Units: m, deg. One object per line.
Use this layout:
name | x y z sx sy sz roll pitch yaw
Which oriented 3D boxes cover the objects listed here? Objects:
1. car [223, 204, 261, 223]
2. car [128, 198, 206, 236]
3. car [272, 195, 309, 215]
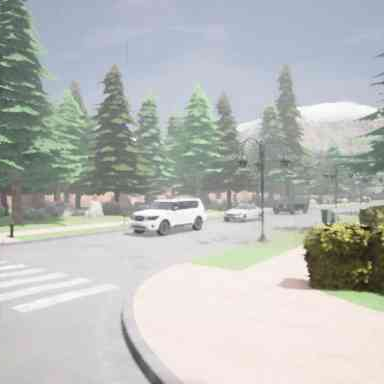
car | 4.414 1.721 28.274 1.812 1.442 4.674 0 0 37
car | -1.337 1.416 20.344 2.150 2.045 5.566 0 0 36
car | 10.981 1.415 36.754 2.150 2.045 5.566 0 0 40
